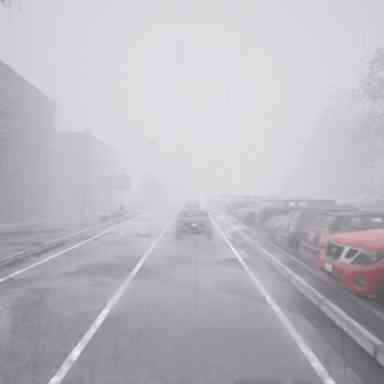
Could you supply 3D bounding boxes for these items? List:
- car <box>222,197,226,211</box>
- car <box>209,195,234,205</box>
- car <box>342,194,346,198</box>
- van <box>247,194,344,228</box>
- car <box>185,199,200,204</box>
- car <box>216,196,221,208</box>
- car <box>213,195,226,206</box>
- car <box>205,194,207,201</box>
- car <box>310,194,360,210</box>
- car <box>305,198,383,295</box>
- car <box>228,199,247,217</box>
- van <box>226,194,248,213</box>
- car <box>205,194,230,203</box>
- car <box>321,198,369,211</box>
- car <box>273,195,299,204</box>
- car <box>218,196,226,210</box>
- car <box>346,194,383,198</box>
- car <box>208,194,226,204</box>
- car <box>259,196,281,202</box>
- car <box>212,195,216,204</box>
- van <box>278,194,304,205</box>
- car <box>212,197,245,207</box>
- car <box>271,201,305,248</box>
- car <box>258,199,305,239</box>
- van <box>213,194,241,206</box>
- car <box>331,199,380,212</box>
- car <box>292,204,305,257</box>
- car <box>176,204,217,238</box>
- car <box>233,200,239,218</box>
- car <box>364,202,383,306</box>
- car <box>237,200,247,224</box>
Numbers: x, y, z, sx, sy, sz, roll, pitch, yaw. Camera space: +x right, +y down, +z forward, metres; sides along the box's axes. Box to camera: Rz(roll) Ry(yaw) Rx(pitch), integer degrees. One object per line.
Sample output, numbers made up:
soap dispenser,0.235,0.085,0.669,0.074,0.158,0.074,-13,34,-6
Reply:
car,5.670,1.527,32.254,4.792,1.488,2.163,0,0,0
car,5.580,1.459,63.088,4.553,1.767,2.185,0,0,0
car,18.688,1.248,35.295,5.566,2.045,2.435,0,0,0
van,5.540,1.264,18.237,4.442,1.987,1.878,0,0,0
car,0.110,1.605,41.507,1.994,1.385,4.181,0,0,0
car,5.630,1.501,37.857,5.008,1.535,2.097,0,0,0
car,5.599,1.543,43.465,4.792,1.488,2.163,0,0,0
car,5.640,1.348,65.890,5.566,2.045,2.435,0,0,0
car,18.680,1.263,43.651,5.566,2.045,2.435,0,0,0
car,5.640,1.233,7.024,5.566,2.045,2.435,0,0,0
car,5.618,1.524,26.647,4.792,1.488,2.163,0,0,0
van,5.527,1.270,29.450,4.442,1.987,1.878,0,0,0
car,5.644,1.403,74.300,5.566,2.045,2.435,0,0,0
car,18.706,1.508,40.863,5.008,1.535,2.097,0,0,0
car,18.660,1.473,65.928,4.553,1.767,2.185,0,0,0
car,5.823,1.496,35.057,5.366,1.575,1.946,0,0,0
car,18.692,1.247,32.633,5.566,2.045,2.435,0,0,0
car,5.651,1.281,49.071,5.566,2.045,2.435,0,0,0
car,18.695,1.708,79.850,5.008,1.535,2.097,0,-1,0
car,5.621,1.523,46.262,4.892,1.521,2.231,0,0,0
van,18.808,1.359,63.148,4.442,1.987,1.878,0,0,0
car,5.614,1.543,51.873,5.008,1.535,2.097,0,0,0
car,5.631,1.361,12.631,4.553,1.767,2.185,0,0,0
car,5.691,1.363,15.434,4.553,1.767,2.185,0,0,0
van,5.733,1.327,54.678,4.442,1.987,1.878,0,0,0
car,18.711,1.543,38.203,4.674,1.452,2.002,0,0,0
car,5.634,1.360,9.827,4.553,1.767,2.185,0,0,0
car,0.105,1.563,17.725,2.033,1.411,5.357,0,0,0
car,5.621,1.522,23.844,4.792,1.488,2.163,0,0,0
car,5.643,1.231,4.221,5.566,2.045,2.435,0,0,0
car,5.648,1.491,21.040,5.008,1.535,2.097,0,0,0
